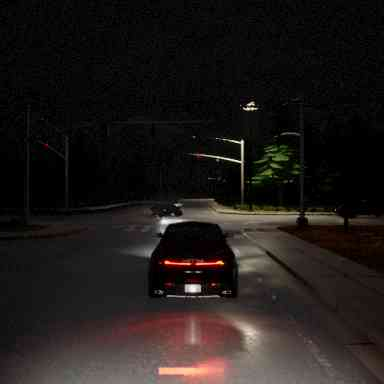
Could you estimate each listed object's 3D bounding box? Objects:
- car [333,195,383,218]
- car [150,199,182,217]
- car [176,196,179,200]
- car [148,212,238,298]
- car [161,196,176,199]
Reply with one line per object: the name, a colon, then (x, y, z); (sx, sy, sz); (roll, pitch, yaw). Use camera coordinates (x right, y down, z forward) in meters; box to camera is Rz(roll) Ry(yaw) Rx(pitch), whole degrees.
car: (15.558, 1.248, 29.621); (5.566, 2.045, 2.150); (0, 0, 1)
car: (-2.429, 1.616, 30.687); (1.895, 1.301, 4.718); (0, 0, -21)
car: (-3.573, 1.506, 63.307); (1.837, 1.490, 4.892); (0, 0, 1)
car: (0.036, 1.501, 8.481); (1.837, 1.490, 4.892); (0, 0, 0)
car: (-3.659, 1.504, 46.950); (1.837, 1.490, 4.892); (0, 0, 0)
